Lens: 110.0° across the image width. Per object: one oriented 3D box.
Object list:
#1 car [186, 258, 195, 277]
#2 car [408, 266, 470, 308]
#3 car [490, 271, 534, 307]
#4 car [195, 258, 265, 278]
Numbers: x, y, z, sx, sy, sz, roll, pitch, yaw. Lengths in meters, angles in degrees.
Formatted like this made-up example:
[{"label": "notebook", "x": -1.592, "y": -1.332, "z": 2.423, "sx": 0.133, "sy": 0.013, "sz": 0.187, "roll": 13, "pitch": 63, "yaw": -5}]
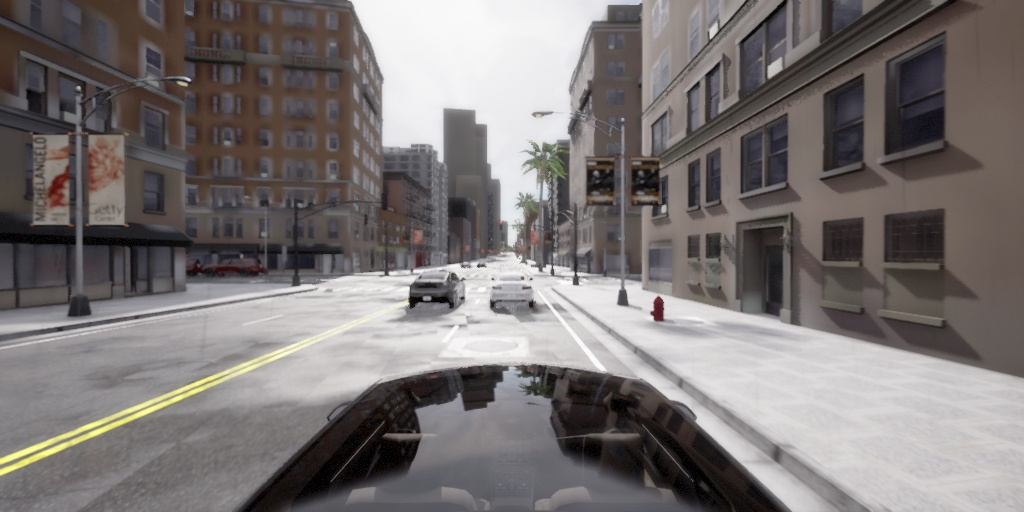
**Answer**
[{"label": "car", "x": -32.604, "y": 1.103, "z": 34.270, "sx": 5.009, "sy": 1.841, "sz": 2.192, "roll": 0, "pitch": 0, "yaw": -9}, {"label": "car", "x": -3.252, "y": 1.393, "z": 16.152, "sx": 1.837, "sy": 1.490, "sz": 4.892, "roll": 0, "pitch": 0, "yaw": 0}, {"label": "car", "x": -0.001, "y": 1.411, "z": 16.235, "sx": 1.812, "sy": 1.442, "sz": 4.674, "roll": 0, "pitch": 0, "yaw": 0}, {"label": "car", "x": -27.159, "y": 1.153, "z": 35.094, "sx": 5.009, "sy": 1.841, "sz": 2.192, "roll": 0, "pitch": 0, "yaw": -9}]
